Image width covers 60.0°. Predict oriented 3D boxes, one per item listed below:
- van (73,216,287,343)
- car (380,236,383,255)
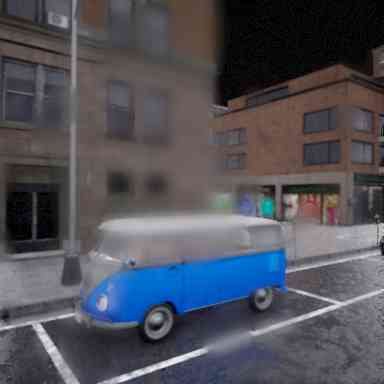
[{"bbox_3d":[0.005,1.375,6.216,3.998,1.788,1.690,1,0,-35],"label":"van"},{"bbox_3d":[8.809,1.705,12.489,4.313,1.339,1.947,1,0,-35],"label":"car"}]
